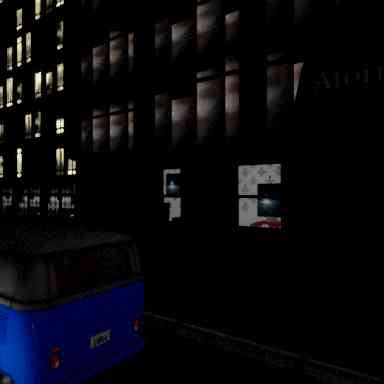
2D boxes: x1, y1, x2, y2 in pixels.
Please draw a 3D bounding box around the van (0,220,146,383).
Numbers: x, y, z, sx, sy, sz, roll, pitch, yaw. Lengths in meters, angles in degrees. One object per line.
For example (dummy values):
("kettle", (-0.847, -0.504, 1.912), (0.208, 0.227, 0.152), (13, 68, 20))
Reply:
("van", (-2.491, 1.341, 4.649), (3.998, 1.788, 1.690), (0, 0, 35))
